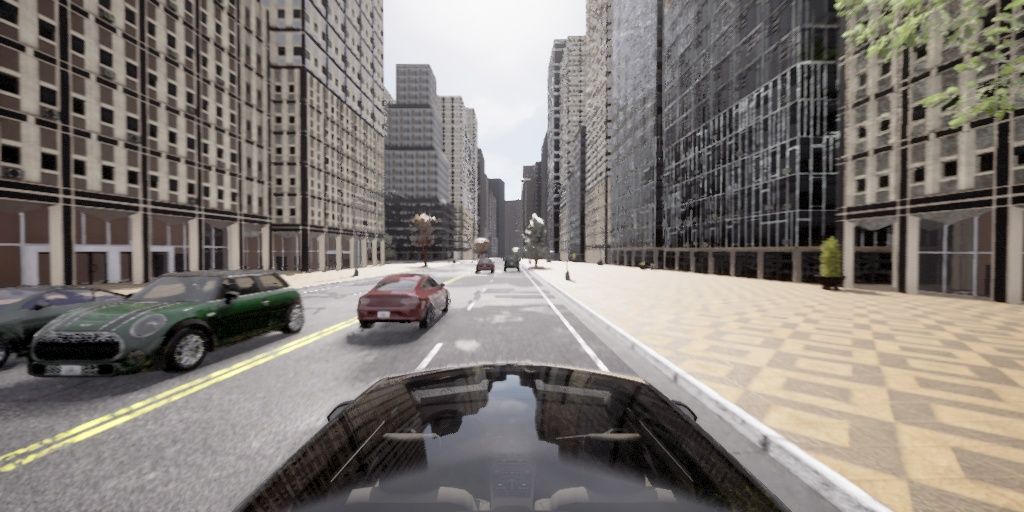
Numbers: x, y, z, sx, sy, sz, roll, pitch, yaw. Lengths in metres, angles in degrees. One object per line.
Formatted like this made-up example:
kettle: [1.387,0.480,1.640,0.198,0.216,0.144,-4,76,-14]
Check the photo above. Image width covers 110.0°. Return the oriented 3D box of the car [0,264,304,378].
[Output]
car: [-6.560,1.100,7.583,2.097,1.767,4.553,0,0,0]

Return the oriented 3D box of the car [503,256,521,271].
car: [-0.021,1.032,48.527,2.150,2.045,5.566,0,0,0]

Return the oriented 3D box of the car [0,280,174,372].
car: [-9.812,1.313,7.251,1.994,1.385,4.181,0,0,0]

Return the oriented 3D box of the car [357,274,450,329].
car: [-3.154,1.275,11.110,1.812,1.442,4.674,0,0,0]

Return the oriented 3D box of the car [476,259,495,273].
car: [-3.176,1.101,43.747,2.097,1.767,4.553,0,0,0]
